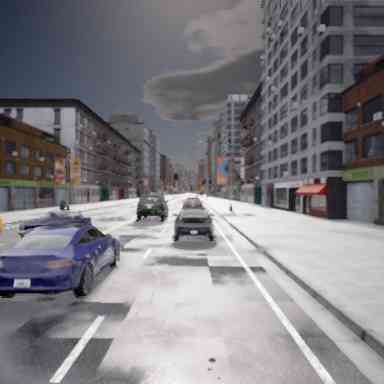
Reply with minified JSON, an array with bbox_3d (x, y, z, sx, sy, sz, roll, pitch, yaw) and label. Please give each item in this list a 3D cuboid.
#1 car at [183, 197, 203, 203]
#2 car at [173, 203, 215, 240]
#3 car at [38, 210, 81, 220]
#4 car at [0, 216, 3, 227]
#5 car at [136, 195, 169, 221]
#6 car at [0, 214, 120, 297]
[{"bbox_3d":[0.080,1.358,35.395,2.097,1.767,4.553,0,0,0],"label":"car"},{"bbox_3d":[0.091,1.507,16.939,1.837,1.490,4.892,0,0,0],"label":"car"},{"bbox_3d":[-6.562,1.602,16.414,1.895,1.301,4.718,0,0,0],"label":"car"},{"bbox_3d":[-9.829,1.478,13.617,1.882,1.535,5.008,0,0,0],"label":"car"},{"bbox_3d":[-3.164,1.225,27.357,2.150,2.045,5.566,0,0,0],"label":"car"},{"bbox_3d":[-3.152,1.526,8.470,1.812,1.442,4.674,0,0,0],"label":"car"}]
